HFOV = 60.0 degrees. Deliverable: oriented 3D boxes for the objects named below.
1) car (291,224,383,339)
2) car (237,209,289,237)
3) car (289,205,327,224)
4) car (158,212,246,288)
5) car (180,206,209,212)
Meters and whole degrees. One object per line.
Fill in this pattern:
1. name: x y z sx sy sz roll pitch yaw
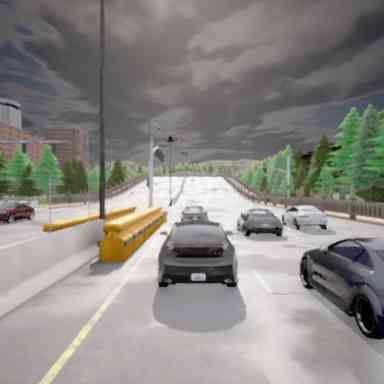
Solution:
1. car: 3.622 1.579 6.591 1.994 1.385 4.181 0 0 0
2. car: 3.668 1.607 18.528 1.994 1.385 4.181 0 0 1
3. car: 7.179 1.576 21.531 1.812 1.442 4.674 0 0 0
4. car: 0.134 1.525 9.264 1.837 1.490 4.892 0 -1 0
5. car: 0.155 1.598 22.021 2.033 1.411 5.357 0 0 -1
